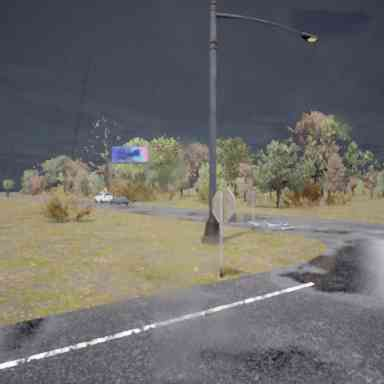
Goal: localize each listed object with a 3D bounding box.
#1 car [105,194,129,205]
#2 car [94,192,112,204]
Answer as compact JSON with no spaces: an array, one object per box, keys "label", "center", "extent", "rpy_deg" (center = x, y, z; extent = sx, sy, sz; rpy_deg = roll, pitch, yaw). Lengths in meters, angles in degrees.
[{"label":"car","center":[-12.119,1.426,55.142],"extent":[2.033,1.411,5.357],"rpy_deg":[0,0,-33]},{"label":"car","center":[-16.130,1.087,61.078],"extent":[2.150,2.045,5.566],"rpy_deg":[0,0,-34]}]
